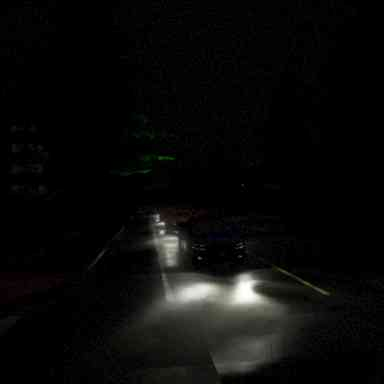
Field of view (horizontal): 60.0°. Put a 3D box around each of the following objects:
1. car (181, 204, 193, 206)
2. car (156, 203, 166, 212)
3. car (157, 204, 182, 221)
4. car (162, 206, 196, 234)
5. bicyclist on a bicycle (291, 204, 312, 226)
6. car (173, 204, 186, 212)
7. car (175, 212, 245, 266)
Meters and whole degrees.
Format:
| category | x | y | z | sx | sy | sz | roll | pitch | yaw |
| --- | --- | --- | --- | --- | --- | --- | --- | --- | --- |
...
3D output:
| category | x | y | z | sx | sy | sz | roll | pitch | yaw |
| --- | --- | --- | --- | --- | --- | --- | --- | --- | --- |
| car | -0.526 | 2.555 | 48.808 | 1.812 | 1.442 | 4.674 | -1 | -1 | -8 |
| car | -4.637 | 2.496 | 52.238 | 1.812 | 1.442 | 4.674 | -1 | -1 | -8 |
| car | -2.527 | 2.318 | 36.013 | 1.812 | 1.442 | 4.674 | -1 | -1 | -8 |
| car | -0.842 | 1.981 | 23.509 | 1.882 | 1.535 | 5.008 | -1 | -1 | -8 |
| bicyclist on a bicycle | 8.085 | 1.683 | 24.506 | 1.656 | 1.620 | 0.582 | -1 | -1 | -8 |
| car | -2.346 | 2.938 | 62.132 | 1.895 | 1.301 | 4.718 | -1 | -1 | -8 |
| car | 0.600 | 1.735 | 12.882 | 1.882 | 1.535 | 5.008 | -1 | -1 | -8 |
